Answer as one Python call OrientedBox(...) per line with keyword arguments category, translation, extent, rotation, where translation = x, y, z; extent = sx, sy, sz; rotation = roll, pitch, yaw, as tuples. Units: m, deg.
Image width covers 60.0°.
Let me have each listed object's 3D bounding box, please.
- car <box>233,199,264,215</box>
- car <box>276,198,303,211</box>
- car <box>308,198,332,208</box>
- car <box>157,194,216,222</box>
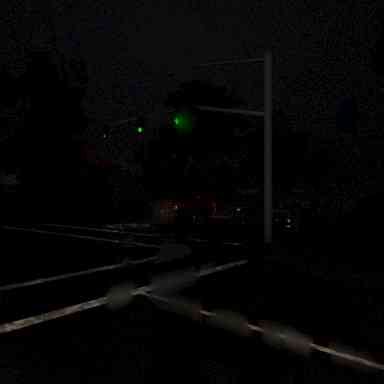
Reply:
OrientedBox(category="car", translation=(6.173, 1.490, 34.493), extent=(2.128, 1.511, 4.902), rotation=(0, 0, 41))
OrientedBox(category="car", translation=(12.272, 1.525, 41.512), extent=(1.812, 1.442, 4.674), rotation=(0, 0, 41))
OrientedBox(category="car", translation=(18.905, 1.600, 49.120), extent=(1.895, 1.301, 4.718), rotation=(0, 0, 41))
OrientedBox(category="car", translation=(-0.337, 1.220, 27.008), extent=(2.150, 2.045, 5.566), rotation=(0, 0, 41))
